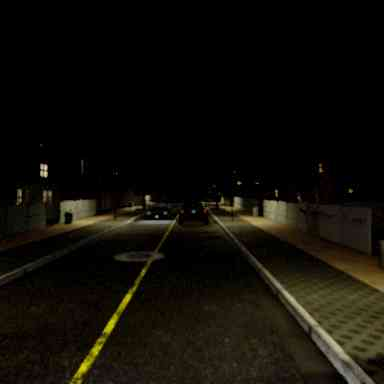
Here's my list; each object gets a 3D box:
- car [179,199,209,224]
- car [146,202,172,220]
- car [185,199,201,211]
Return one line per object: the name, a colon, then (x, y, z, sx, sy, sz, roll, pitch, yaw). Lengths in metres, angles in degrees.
car: (0.112, 1.382, 24.925, 2.097, 1.767, 4.553, 0, 0, 0)
car: (-2.757, 1.584, 29.002, 2.033, 1.411, 5.357, 0, 0, 1)
car: (0.121, 1.624, 42.944, 1.994, 1.385, 4.181, 0, 0, 0)
